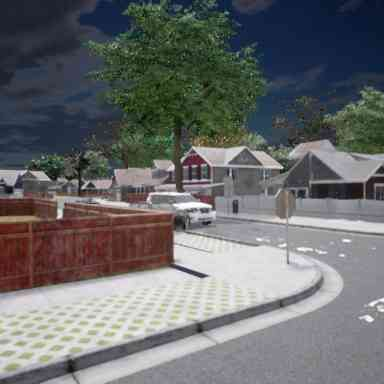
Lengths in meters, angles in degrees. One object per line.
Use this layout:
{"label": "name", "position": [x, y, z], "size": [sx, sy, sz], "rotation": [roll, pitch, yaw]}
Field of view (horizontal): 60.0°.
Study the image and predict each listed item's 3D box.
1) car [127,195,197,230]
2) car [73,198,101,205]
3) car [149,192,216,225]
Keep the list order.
{"label": "car", "position": [-1.806, 1.241, 17.542], "size": [2.097, 1.767, 4.553], "rotation": [1, 1, 27]}
{"label": "car", "position": [-11.509, 1.323, 36.423], "size": [1.895, 1.301, 4.718], "rotation": [-1, 1, -35]}
{"label": "car", "position": [-0.941, 1.048, 21.587], "size": [2.150, 2.045, 5.566], "rotation": [-1, 1, -40]}
